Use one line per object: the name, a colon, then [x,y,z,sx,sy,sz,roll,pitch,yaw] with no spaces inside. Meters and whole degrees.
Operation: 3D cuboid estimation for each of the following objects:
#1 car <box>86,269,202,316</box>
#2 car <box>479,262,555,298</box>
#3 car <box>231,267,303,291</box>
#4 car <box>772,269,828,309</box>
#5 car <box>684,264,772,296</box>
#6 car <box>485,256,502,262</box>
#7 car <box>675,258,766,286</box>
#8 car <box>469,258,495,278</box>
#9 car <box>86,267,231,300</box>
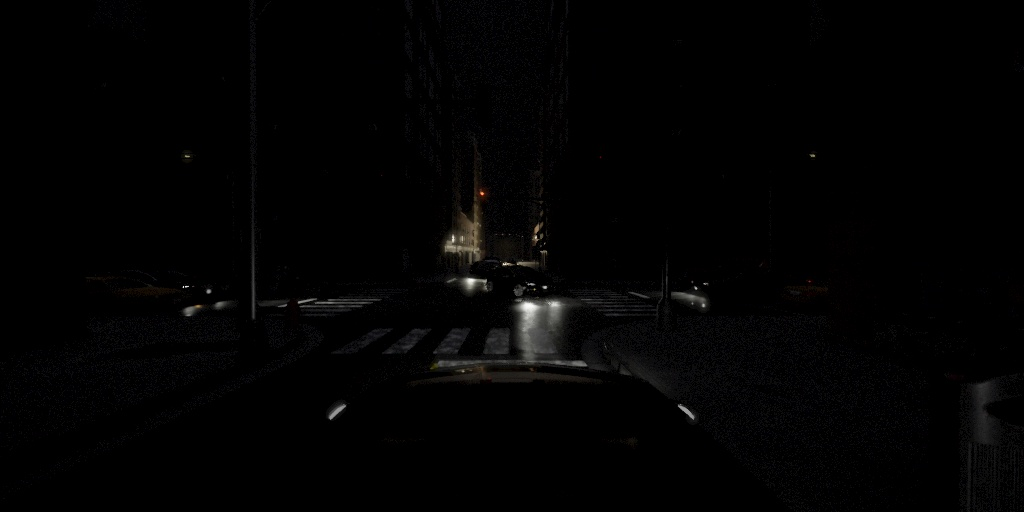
car: [-14.403,1.304,12.873,4.829,1.417,1.751,0,0,0]
car: [0.312,1.249,18.830,1.837,1.490,4.892,-1,0,-31]
car: [-14.569,1.307,20.898,4.313,1.339,1.948,0,0,0]
car: [12.480,1.280,12.889,4.829,1.417,1.751,0,0,0]
car: [12.134,1.277,18.338,5.357,1.411,2.033,0,0,3]
car: [-2.941,0.952,50.208,2.150,2.045,5.566,0,0,0]
car: [12.314,1.032,20.914,5.009,1.841,2.192,0,0,0]
car: [-2.914,1.219,34.109,1.882,1.535,5.008,0,0,0]
car: [-15.482,1.260,15.398,4.902,1.511,2.128,0,0,0]
